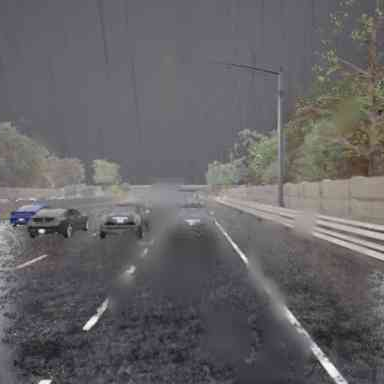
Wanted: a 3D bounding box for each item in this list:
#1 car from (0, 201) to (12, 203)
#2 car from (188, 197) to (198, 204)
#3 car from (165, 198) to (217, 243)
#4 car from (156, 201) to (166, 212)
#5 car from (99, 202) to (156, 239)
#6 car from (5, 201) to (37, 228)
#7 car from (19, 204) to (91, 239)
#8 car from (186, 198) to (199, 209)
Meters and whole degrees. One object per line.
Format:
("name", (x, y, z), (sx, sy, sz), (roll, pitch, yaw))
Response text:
("car", (-21.000, 1.663, 37.606), (1.994, 1.385, 4.181), (0, 0, 0))
("car", (0.142, 1.689, 64.793), (1.895, 1.301, 4.718), (0, 0, 0))
("car", (0.035, 1.360, 16.201), (2.097, 1.767, 4.553), (0, 0, 0))
("car", (-3.322, 1.637, 35.853), (1.895, 1.301, 4.718), (0, 0, 0))
("car", (-3.362, 1.373, 17.720), (2.097, 1.767, 4.553), (0, 0, 0))
("car", (-10.351, 1.526, 22.646), (1.882, 1.535, 5.008), (0, 0, 0))
("car", (-6.863, 1.538, 17.612), (1.837, 1.490, 4.892), (0, 0, 0))
("car", (0.103, 1.571, 48.120), (1.812, 1.442, 4.674), (0, 0, 0))
